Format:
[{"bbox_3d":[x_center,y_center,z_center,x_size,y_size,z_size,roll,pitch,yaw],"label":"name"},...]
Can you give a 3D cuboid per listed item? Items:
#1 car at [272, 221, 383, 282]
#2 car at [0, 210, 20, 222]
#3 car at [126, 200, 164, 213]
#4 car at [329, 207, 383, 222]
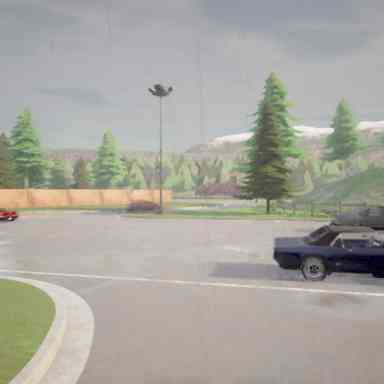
[{"bbox_3d":[4.553,1.591,8.816,4.718,1.301,1.895,0,0,13],"label":"car"},{"bbox_3d":[-15.100,1.601,24.283,4.718,1.301,1.895,0,0,13],"label":"car"},{"bbox_3d":[-5.235,1.547,37.144,4.181,1.385,1.994,0,0,-32],"label":"car"},{"bbox_3d":[10.425,1.527,18.211,5.357,1.411,2.033,0,0,13],"label":"car"}]
